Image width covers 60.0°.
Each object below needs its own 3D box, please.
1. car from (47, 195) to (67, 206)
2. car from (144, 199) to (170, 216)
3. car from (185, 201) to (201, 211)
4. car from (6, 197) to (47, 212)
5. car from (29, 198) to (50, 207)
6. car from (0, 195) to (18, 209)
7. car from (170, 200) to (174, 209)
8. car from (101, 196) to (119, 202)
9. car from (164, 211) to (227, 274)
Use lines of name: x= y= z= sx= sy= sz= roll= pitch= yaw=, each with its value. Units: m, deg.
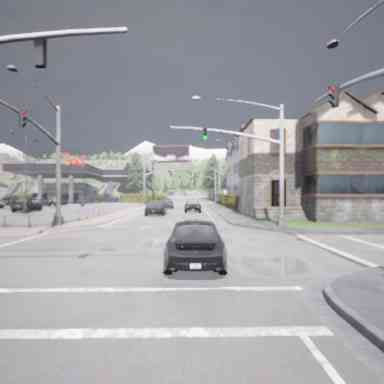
car: x=-22.629 y=1.425 z=56.171 sx=1.905 sy=1.878 sz=3.866 roll=0 pitch=0 yaw=0
car: x=-3.592 y=1.571 z=33.532 sx=1.882 sy=1.535 sz=5.008 roll=0 pitch=0 yaw=0
car: x=0.098 y=1.712 z=39.999 sx=1.895 sy=1.301 sz=4.718 roll=0 pitch=0 yaw=0
car: x=-18.925 y=1.597 z=38.302 sx=2.007 sy=1.523 sz=4.514 roll=0 pitch=0 yaw=0
car: x=-25.956 y=1.711 z=56.772 sx=1.970 sy=1.475 sz=3.806 roll=0 pitch=0 yaw=0
car: x=-25.894 y=1.424 z=48.294 sx=1.932 sy=1.855 sz=4.605 roll=0 pitch=0 yaw=0
car: x=-3.573 y=1.693 z=46.478 sx=1.994 sy=1.385 sz=4.181 roll=0 pitch=0 yaw=1
car: x=-22.177 y=1.922 z=90.172 sx=4.611 sy=1.667 sz=2.242 roll=0 pitch=0 yaw=0
car: x=0.097 y=1.679 z=11.302 sx=1.837 sy=1.490 sz=4.892 roll=0 pitch=1 yaw=0
